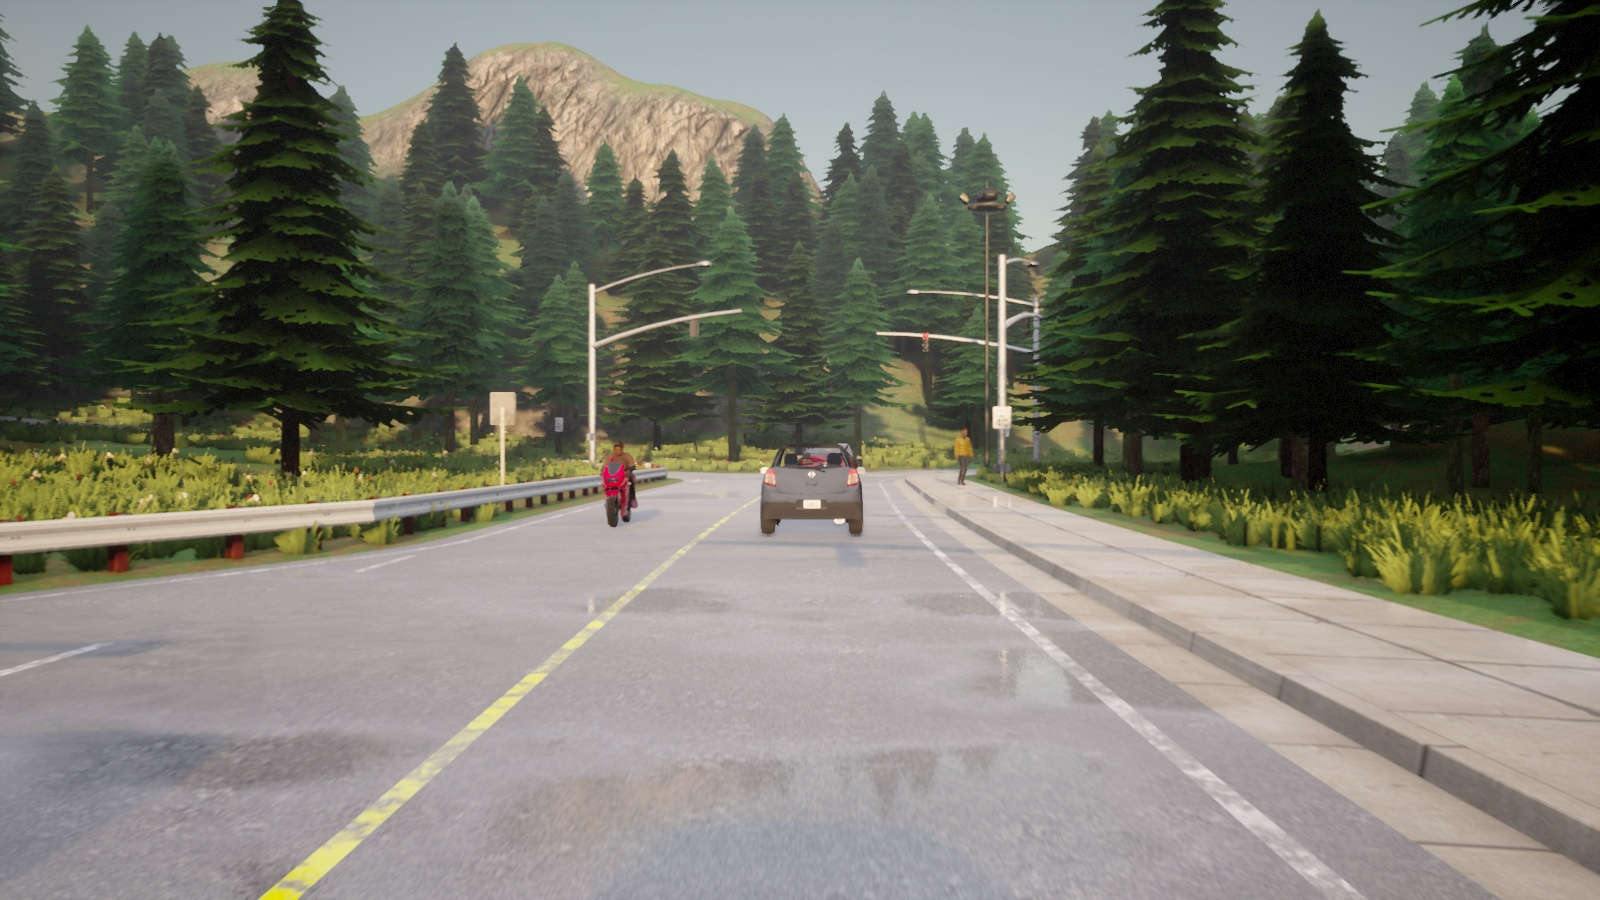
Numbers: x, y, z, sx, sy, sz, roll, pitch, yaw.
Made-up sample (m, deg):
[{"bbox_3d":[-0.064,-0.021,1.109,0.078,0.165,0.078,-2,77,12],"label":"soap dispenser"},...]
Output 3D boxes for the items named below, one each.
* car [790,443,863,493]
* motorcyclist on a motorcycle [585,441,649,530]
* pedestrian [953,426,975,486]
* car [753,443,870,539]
[{"bbox_3d":[0.897,0.524,39.606,2.163,1.488,4.792,0,0,3],"label":"car"},{"bbox_3d":[-3.261,0.599,22.523,0.797,1.523,2.044,0,0,2],"label":"motorcyclist on a motorcycle"},{"bbox_3d":[5.118,0.192,39.199,0.431,1.840,0.709,0,0,-15],"label":"pedestrian"},{"bbox_3d":[0.219,0.639,21.559,1.845,1.501,3.633,0,0,1],"label":"car"}]
